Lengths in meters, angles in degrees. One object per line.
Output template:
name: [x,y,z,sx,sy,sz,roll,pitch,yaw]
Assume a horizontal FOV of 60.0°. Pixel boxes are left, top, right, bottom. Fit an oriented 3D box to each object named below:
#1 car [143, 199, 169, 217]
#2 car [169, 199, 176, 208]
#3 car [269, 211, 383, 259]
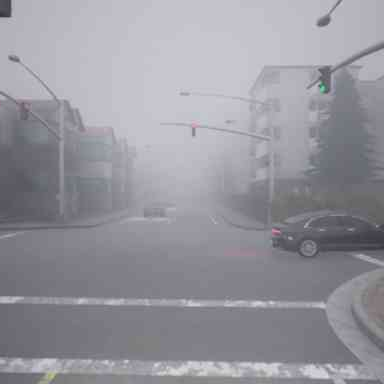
car: [-3.580,1.576,32.524,1.837,1.490,4.892,0,0,0]
car: [-3.504,1.716,51.643,1.895,1.301,4.718,0,0,0]
car: [5.257,1.456,11.943,4.892,1.490,1.837,-2,0,0]
